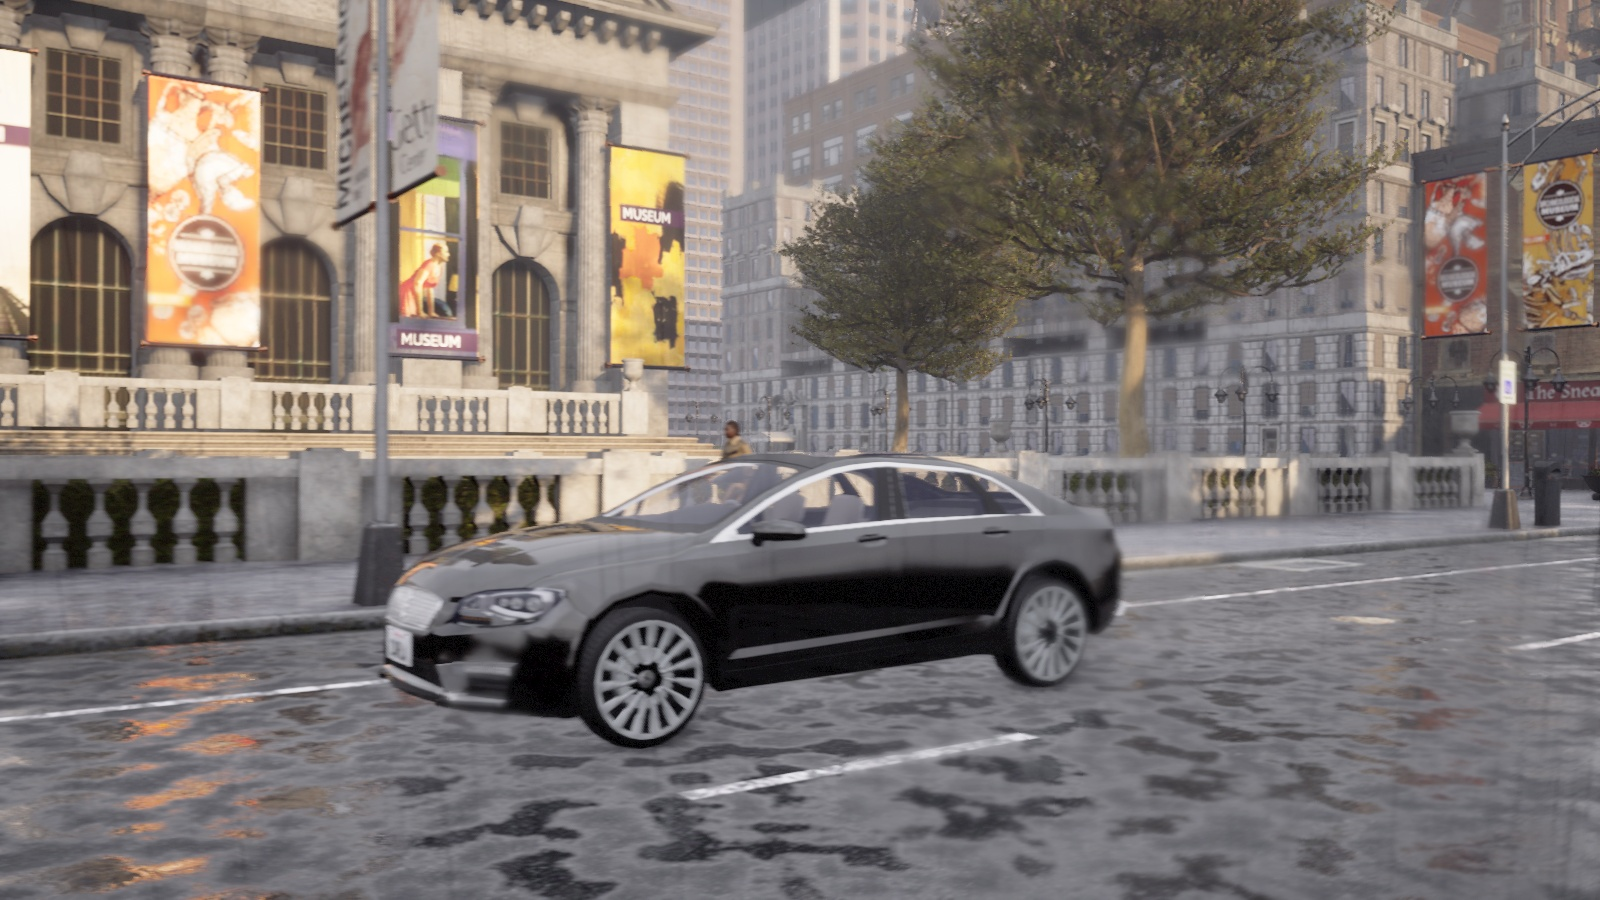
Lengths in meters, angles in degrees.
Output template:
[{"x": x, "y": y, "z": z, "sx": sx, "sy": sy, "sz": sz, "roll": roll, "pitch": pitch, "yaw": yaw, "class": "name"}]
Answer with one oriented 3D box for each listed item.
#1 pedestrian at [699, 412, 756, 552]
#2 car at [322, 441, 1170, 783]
[{"x": -1.017, "y": 0.447, "z": 17.659, "sx": 0.692, "sy": 1.930, "sz": 0.396, "roll": 0, "pitch": 0, "yaw": -31, "class": "pedestrian"}, {"x": -0.152, "y": 0.721, "z": 7.822, "sx": 4.902, "sy": 1.511, "sz": 2.128, "roll": 0, "pitch": 0, "yaw": -35, "class": "car"}]
